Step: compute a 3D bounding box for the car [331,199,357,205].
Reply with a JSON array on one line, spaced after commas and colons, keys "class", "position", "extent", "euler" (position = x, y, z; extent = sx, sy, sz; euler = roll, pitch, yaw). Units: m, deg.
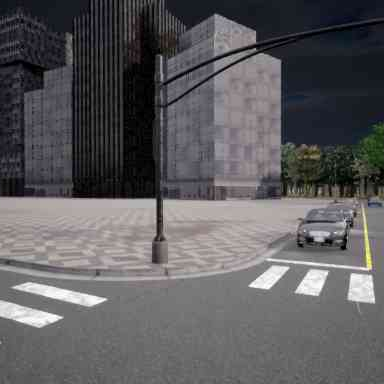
[{"class": "car", "position": [9.996, 1.480, 22.631], "extent": [1.837, 1.490, 4.892], "euler": [0, 0, 27]}]

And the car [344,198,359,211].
[{"class": "car", "position": [14.324, 1.442, 31.033], "extent": [1.882, 1.535, 5.008], "euler": [0, 0, 27]}]

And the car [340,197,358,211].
[{"class": "car", "position": [19.019, 1.454, 40.198], "extent": [1.837, 1.490, 4.892], "euler": [0, 0, 27]}]

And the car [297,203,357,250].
[{"class": "car", "position": [5.799, 1.475, 14.427], "extent": [2.128, 1.511, 4.902], "euler": [0, 0, 27]}]

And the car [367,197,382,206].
[{"class": "car", "position": [28.510, 1.474, 52.058], "extent": [2.033, 1.411, 5.357], "euler": [0, 0, 25]}]
